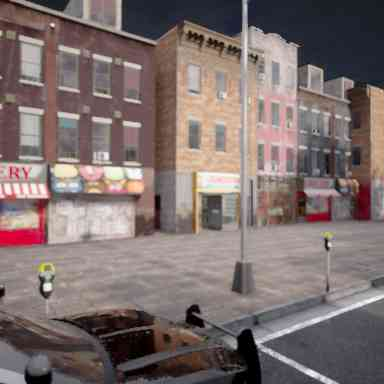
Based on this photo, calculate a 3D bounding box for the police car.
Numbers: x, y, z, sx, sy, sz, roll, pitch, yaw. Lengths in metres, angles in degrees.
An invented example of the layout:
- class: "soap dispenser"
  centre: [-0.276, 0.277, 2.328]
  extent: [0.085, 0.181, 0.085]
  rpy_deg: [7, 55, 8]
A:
- class: "police car"
  centre: [-1.700, 1.423, 2.052]
  extent: [5.238, 1.638, 1.930]
  rpy_deg: [0, 0, -35]
